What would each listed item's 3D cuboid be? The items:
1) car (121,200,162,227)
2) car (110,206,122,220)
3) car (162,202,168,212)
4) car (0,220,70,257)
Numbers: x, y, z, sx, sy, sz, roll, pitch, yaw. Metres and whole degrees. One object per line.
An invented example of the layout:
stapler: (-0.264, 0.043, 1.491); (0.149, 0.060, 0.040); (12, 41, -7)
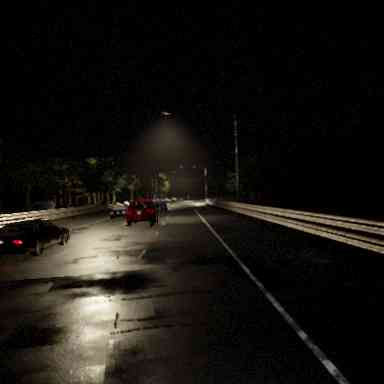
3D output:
car: (-4.047, 1.686, 27.638); (2.150, 2.045, 5.566); (-2, 0, -2)
car: (-7.791, 2.248, 37.080); (2.033, 1.411, 5.357); (-2, -1, -2)
car: (-4.626, 2.208, 49.295); (1.882, 1.535, 5.008); (-2, -1, -2)
car: (-7.188, 1.969, 14.881); (2.033, 1.411, 5.357); (-2, -1, -2)
